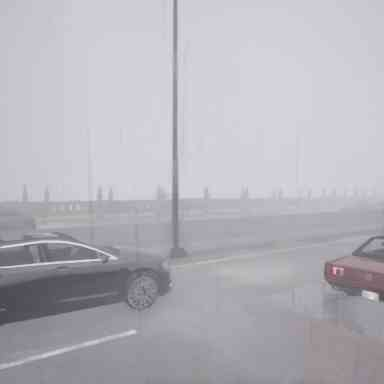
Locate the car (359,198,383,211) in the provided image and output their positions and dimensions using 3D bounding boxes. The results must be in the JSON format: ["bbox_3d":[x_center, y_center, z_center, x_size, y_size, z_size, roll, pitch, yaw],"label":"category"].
[{"bbox_3d":[23.516,1.551,42.006,5.357,1.411,2.033,0,0,-34],"label":"car"}]

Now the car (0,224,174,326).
[{"bbox_3d":[-2.653,1.492,6.153,4.902,1.511,2.128,0,0,-35],"label":"car"}]

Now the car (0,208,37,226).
[{"bbox_3d":[-10.647,1.565,17.893,4.181,1.385,1.994,0,0,-35],"label":"car"}]

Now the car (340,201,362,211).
[{"bbox_3d":[16.431,1.566,32.854,4.181,1.385,1.994,0,0,-35],"label":"car"}]

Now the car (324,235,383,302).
[{"bbox_3d":[5.072,1.601,7.363,4.718,1.301,1.895,0,0,-35],"label":"car"}]

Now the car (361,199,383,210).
[{"bbox_3d":[17.059,1.566,29.014,4.181,1.385,1.994,0,0,-35],"label":"car"}]
